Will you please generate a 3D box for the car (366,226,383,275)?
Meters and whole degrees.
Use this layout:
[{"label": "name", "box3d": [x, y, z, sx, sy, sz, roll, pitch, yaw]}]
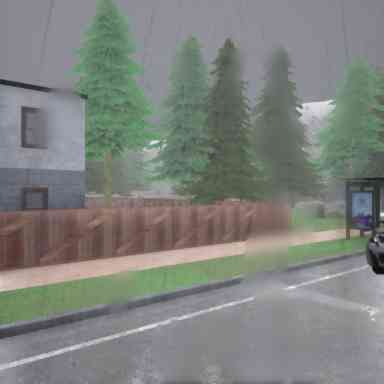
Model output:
[{"label": "car", "box3d": [7.124, 1.210, 9.373, 5.566, 2.045, 2.150, 0, -1, -37]}]
